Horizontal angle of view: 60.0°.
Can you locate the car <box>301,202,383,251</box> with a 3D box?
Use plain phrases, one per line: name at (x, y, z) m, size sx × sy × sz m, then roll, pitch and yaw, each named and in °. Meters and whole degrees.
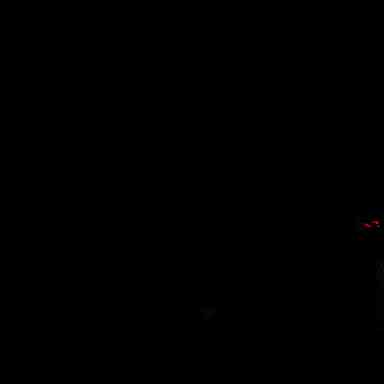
car at (7.423, 1.503, 15.804) m, size 2.150 × 2.045 × 5.566 m, roll 1°, pitch -1°, yaw -12°
